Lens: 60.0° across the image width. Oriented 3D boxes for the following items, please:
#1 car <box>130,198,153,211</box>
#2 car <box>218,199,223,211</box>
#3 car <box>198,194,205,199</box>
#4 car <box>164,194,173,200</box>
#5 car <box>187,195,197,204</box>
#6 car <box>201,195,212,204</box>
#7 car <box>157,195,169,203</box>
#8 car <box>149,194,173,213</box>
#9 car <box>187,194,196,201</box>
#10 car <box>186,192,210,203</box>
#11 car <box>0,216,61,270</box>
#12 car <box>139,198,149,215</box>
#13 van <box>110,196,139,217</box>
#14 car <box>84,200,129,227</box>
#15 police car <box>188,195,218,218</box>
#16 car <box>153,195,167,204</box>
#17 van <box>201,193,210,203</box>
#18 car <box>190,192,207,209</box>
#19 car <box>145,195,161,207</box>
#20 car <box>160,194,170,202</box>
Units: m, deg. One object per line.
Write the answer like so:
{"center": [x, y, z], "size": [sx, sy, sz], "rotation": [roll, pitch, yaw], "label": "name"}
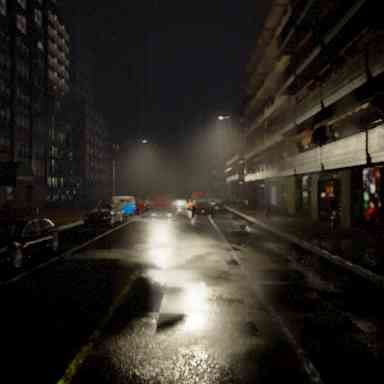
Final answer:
{"center": [-5.726, 1.424, 38.313], "size": [1.947, 1.339, 4.313], "rotation": [0, 0, 0], "label": "car"}
{"center": [2.655, 1.409, 38.320], "size": [2.008, 1.369, 4.403], "rotation": [0, 0, 0], "label": "car"}
{"center": [2.608, 1.276, 93.548], "size": [1.947, 1.339, 4.313], "rotation": [0, 0, 0], "label": "car"}
{"center": [-5.764, 1.301, 82.496], "size": [1.947, 1.339, 4.313], "rotation": [0, 0, 0], "label": "car"}
{"center": [-0.053, 1.295, 61.329], "size": [1.837, 1.490, 4.892], "rotation": [0, 0, 0], "label": "car"}
{"center": [2.636, 1.337, 60.410], "size": [1.887, 1.381, 4.507], "rotation": [0, 0, 0], "label": "car"}
{"center": [-5.750, 1.329, 65.927], "size": [2.008, 1.369, 4.403], "rotation": [0, 0, 0], "label": "car"}
{"center": [-3.126, 1.344, 35.656], "size": [1.882, 1.535, 5.008], "rotation": [0, 0, 0], "label": "car"}
{"center": [-0.062, 1.188, 74.236], "size": [2.033, 1.411, 5.357], "rotation": [0, 0, 0], "label": "car"}
{"center": [0.623, 1.204, 38.612], "size": [2.097, 1.767, 4.553], "rotation": [0, 0, 0], "label": "car"}
{"center": [-5.703, 1.508, 10.700], "size": [2.008, 1.369, 4.403], "rotation": [0, 0, 0], "label": "car"}
{"center": [-5.722, 1.421, 32.790], "size": [1.887, 1.381, 4.507], "rotation": [0, 0, 0], "label": "car"}
{"center": [-5.717, 1.237, 27.266], "size": [1.690, 1.788, 3.998], "rotation": [0, 0, 0], "label": "van"}
{"center": [-5.712, 1.467, 21.745], "size": [2.008, 1.369, 4.403], "rotation": [0, 0, 0], "label": "car"}
{"center": [0.875, 1.316, 28.758], "size": [1.930, 1.638, 5.238], "rotation": [0, 0, 0], "label": "police car"}
{"center": [-5.745, 1.343, 60.404], "size": [2.008, 1.369, 4.403], "rotation": [0, 0, 0], "label": "car"}
{"center": [2.631, 1.119, 65.933], "size": [1.690, 1.788, 3.998], "rotation": [0, 0, 0], "label": "van"}
{"center": [0.861, 1.063, 44.678], "size": [2.150, 2.045, 5.566], "rotation": [0, 0, 0], "label": "car"}
{"center": [-5.736, 1.263, 49.359], "size": [1.967, 1.590, 4.097], "rotation": [0, 0, 0], "label": "car"}
{"center": [-5.755, 1.203, 71.450], "size": [1.967, 1.590, 4.097], "rotation": [0, 0, 0], "label": "car"}
